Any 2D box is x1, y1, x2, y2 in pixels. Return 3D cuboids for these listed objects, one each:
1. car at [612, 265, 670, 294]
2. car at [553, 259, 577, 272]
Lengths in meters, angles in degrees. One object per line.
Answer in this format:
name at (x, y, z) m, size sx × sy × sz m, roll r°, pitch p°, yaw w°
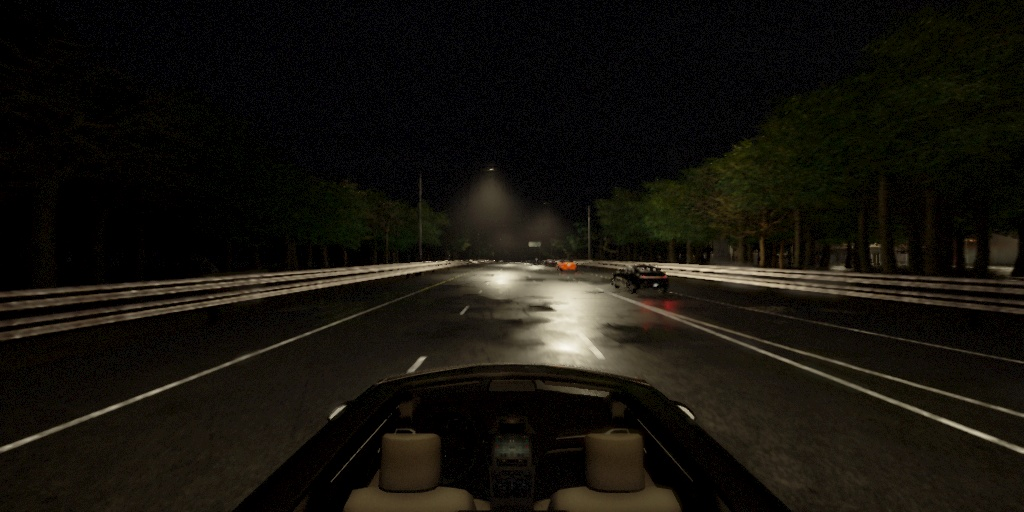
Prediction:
car at (7.059, 1.245, 20.119) m, size 2.128 × 1.511 × 4.902 m, roll 0°, pitch 0°, yaw -1°
car at (7.045, 1.123, 46.699) m, size 2.097 × 1.767 × 4.553 m, roll 0°, pitch 0°, yaw 0°
